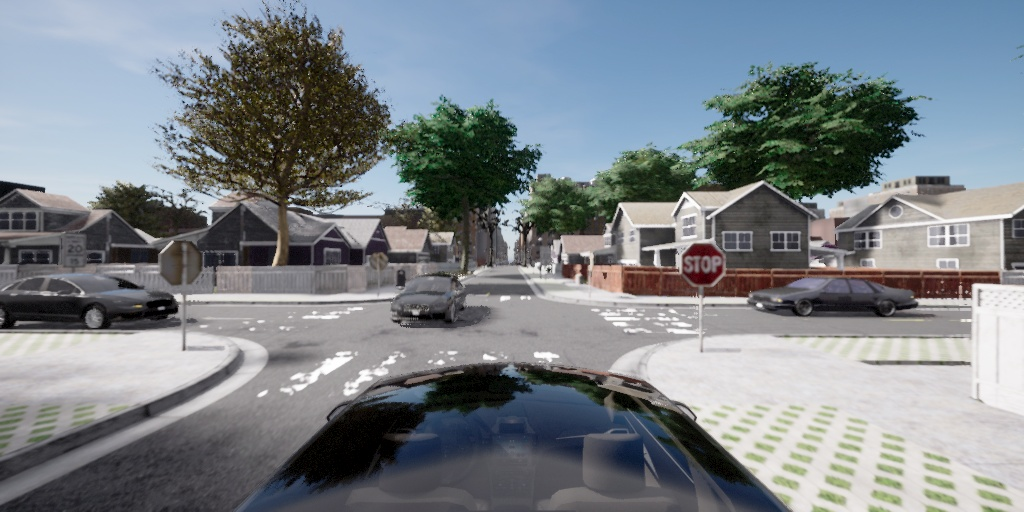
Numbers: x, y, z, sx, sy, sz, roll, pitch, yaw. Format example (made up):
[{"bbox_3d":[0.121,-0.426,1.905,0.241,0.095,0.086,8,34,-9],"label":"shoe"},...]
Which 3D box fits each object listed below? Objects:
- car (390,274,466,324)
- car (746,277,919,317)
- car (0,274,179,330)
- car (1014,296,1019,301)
[{"bbox_3d":[-2.750,1.409,12.692,1.837,1.490,4.892,0,-1,0],"label":"car"},{"bbox_3d":[12.164,1.514,13.783,5.357,1.411,2.033,0,-1,0],"label":"car"},{"bbox_3d":[-12.808,1.303,10.737,4.892,1.490,1.837,0,-1,3],"label":"car"},{"bbox_3d":[22.581,1.506,13.786,5.008,1.535,1.882,0,-1,0],"label":"car"}]
